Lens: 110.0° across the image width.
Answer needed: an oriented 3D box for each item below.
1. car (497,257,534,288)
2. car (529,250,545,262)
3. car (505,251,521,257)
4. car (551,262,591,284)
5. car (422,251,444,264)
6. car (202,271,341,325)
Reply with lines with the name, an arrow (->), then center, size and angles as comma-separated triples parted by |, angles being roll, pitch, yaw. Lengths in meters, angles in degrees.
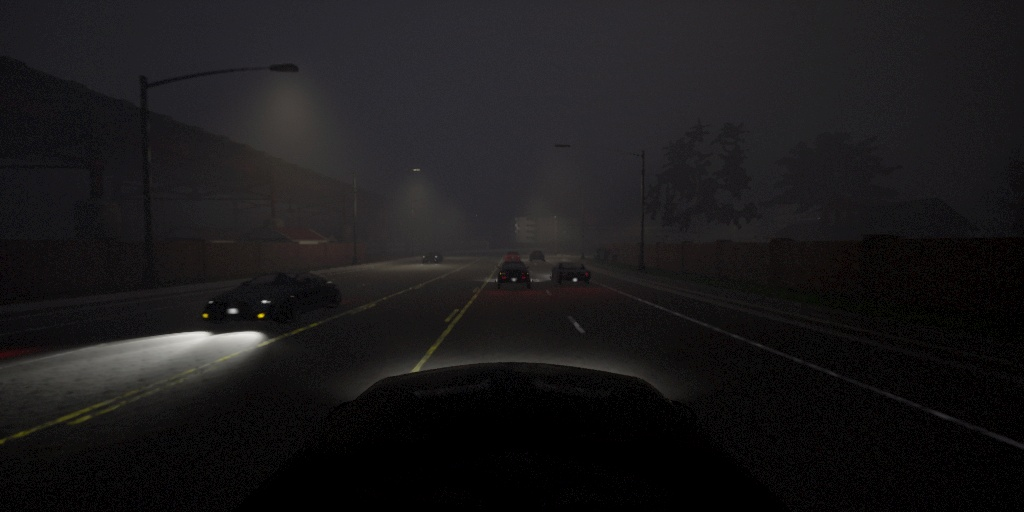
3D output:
car -> 0.104, 0.985, 20.856 | 1.812, 1.442, 4.674 | 0, 1, 0
car -> 3.611, -0.127, 52.501 | 2.097, 1.767, 4.553 | 0, 2, 0
car -> 0.112, 0.086, 46.781 | 2.097, 1.767, 4.553 | 0, 2, 0
car -> 3.605, 1.025, 22.708 | 1.895, 1.301, 4.718 | 0, 1, 0
car -> -10.488, 0.107, 47.695 | 2.097, 1.767, 4.553 | 0, 2, 0
car -> -7.090, 1.178, 11.092 | 1.994, 1.385, 4.181 | 0, 1, 0
